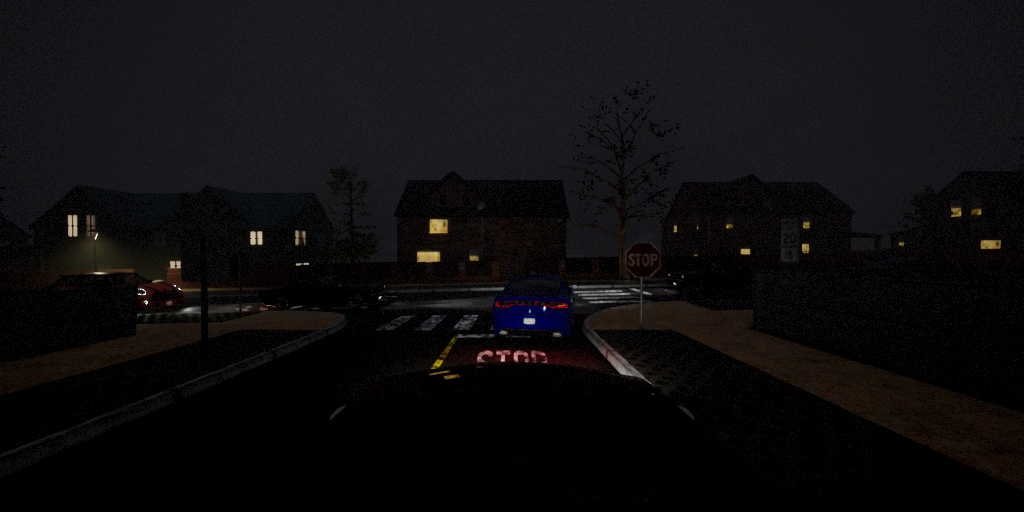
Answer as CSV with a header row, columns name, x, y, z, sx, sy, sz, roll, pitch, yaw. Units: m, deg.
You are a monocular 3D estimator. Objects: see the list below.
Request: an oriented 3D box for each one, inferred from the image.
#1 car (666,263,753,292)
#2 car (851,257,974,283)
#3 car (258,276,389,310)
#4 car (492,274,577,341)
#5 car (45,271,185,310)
name,x,y,z,sx,sy,sz,roll,pitch,yaw
car,10.407,1.034,18.152,4.718,1.301,1.895,-1,1,-1
car,20.053,0.753,18.190,5.357,1.411,2.033,-1,1,0
car,-7.814,1.506,15.222,4.718,1.301,1.895,-1,1,0
car,0.784,1.226,10.015,1.882,1.535,5.008,0,0,10
car,-16.802,1.471,15.212,4.553,1.767,2.097,-1,1,0
